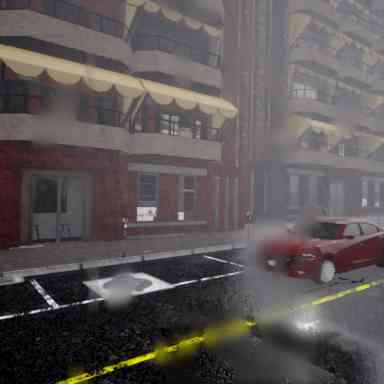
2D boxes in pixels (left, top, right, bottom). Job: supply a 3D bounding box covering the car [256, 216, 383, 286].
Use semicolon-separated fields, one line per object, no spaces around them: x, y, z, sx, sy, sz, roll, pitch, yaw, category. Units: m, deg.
4.015;1.482;9.646;5.008;1.535;1.882;0;0;-36;car
